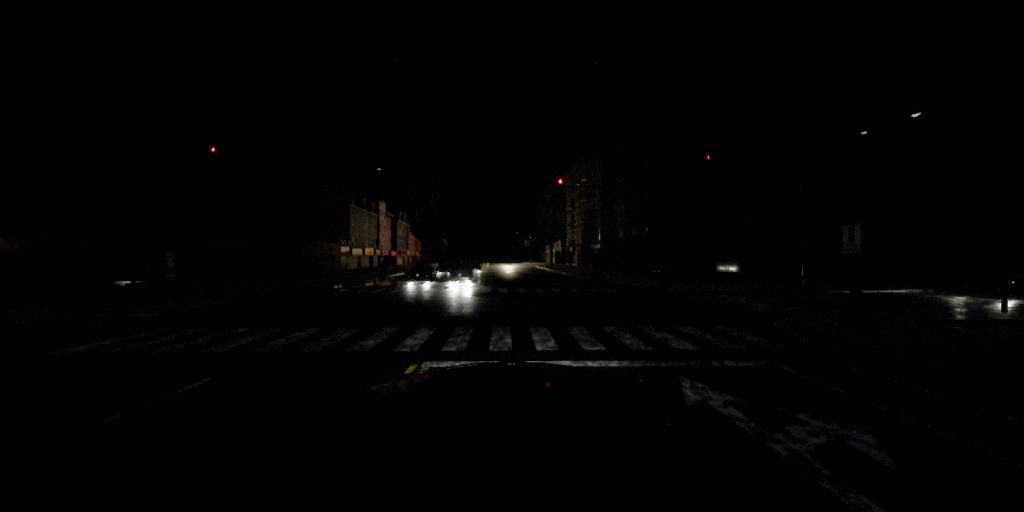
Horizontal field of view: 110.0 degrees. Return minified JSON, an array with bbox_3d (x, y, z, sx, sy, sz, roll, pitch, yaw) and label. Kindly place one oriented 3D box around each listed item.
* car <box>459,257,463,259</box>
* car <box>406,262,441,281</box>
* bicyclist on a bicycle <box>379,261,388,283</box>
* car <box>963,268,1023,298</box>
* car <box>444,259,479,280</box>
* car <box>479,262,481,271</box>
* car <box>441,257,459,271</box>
[{"bbox_3d":[-9.263,0.941,62.384,1.882,1.535,5.008,0,0,-3],"label":"car"},{"bbox_3d":[-7.472,1.301,29.995,1.994,1.385,4.181,0,0,-3],"label":"car"},{"bbox_3d":[-9.441,1.190,26.442,0.582,1.620,1.656,0,0,-3],"label":"bicyclist on a bicycle"},{"bbox_3d":[25.202,1.173,17.574,5.008,1.535,1.882,0,0,-3],"label":"car"},{"bbox_3d":[-4.255,1.230,30.719,2.128,1.511,4.902,0,0,-3],"label":"car"},{"bbox_3d":[-5.379,1.269,50.362,1.812,1.442,4.674,0,0,-3],"label":"car"},{"bbox_3d":[-8.429,1.219,46.617,1.882,1.535,5.008,0,0,-3],"label":"car"}]
